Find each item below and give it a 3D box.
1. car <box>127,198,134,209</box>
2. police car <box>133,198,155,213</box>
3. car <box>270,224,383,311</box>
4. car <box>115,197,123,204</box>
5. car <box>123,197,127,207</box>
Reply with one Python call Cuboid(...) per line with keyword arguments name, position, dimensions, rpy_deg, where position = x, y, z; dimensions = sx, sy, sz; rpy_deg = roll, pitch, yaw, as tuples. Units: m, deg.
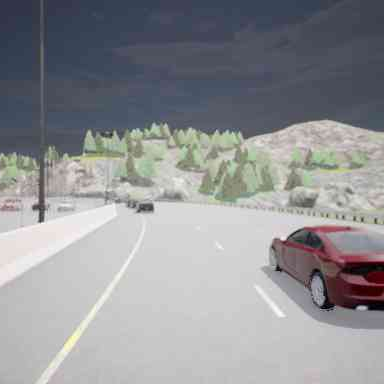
Cuboid(name="car", position=(-8.224, 1.774, 50.132), dimensions=(1.837, 1.490, 4.892), rpy_deg=(0, 0, -16))
Cuboid(name="police car", position=(-5.690, 1.639, 40.333), dimensions=(1.930, 1.638, 5.238), rpy_deg=(0, 0, -13))
Cuboid(name="car", position=(3.316, 1.508, 7.948), dimensions=(1.882, 1.535, 5.008), rpy_deg=(0, 0, -2))
Cuboid(name="car", position=(-15.634, 1.829, 73.818), dimensions=(2.033, 1.411, 5.357), rpy_deg=(0, 0, -24))
Cuboid(name="car", position=(-10.022, 1.808, 56.002), dimensions=(1.837, 1.490, 4.892), rpy_deg=(0, 0, -18))
